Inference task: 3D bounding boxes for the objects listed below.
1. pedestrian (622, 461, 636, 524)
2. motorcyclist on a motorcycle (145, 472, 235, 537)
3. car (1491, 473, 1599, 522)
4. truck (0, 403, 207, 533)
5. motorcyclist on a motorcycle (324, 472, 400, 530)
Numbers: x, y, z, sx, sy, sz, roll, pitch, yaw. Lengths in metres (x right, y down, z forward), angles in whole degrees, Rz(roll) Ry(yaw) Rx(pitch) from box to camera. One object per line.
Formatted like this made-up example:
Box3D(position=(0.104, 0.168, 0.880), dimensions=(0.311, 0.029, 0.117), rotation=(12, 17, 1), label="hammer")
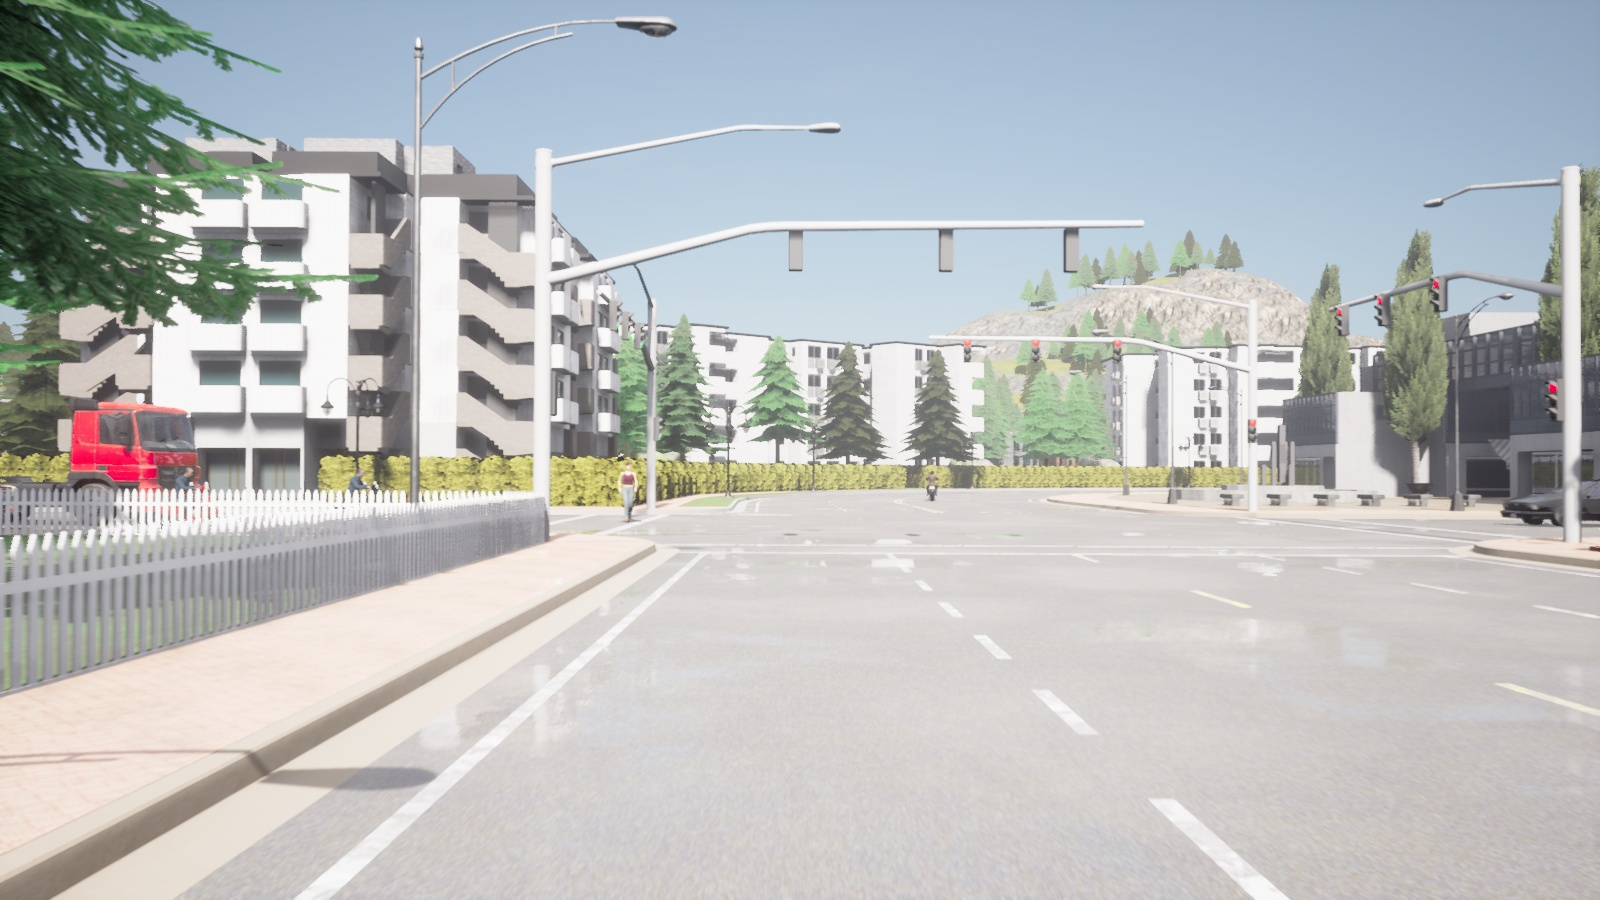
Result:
Box3D(position=(-5.053, 1.248, 37.111), dimensions=(0.345, 1.836, 0.594), rotation=(0, -1, -14), label="pedestrian")
Box3D(position=(-15.278, 1.356, 31.493), dimensions=(1.817, 1.590, 0.866), rotation=(0, -1, 1), label="motorcyclist on a motorcycle")
Box3D(position=(23.955, 1.396, 37.604), dimensions=(5.357, 1.411, 2.033), rotation=(0, -1, 1), label="car")
Box3D(position=(-21.248, 0.507, 35.144), dimensions=(7.936, 3.462, 2.891), rotation=(0, -1, 1), label="truck")
Box3D(position=(-12.170, 1.401, 34.923), dimensions=(1.817, 1.590, 0.866), rotation=(0, -1, 1), label="motorcyclist on a motorcycle")
